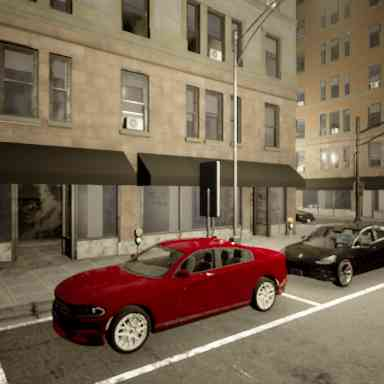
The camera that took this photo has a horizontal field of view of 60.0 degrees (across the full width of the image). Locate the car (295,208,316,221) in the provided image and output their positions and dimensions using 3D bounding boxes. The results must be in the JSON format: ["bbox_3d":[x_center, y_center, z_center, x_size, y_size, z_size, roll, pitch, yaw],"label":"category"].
[{"bbox_3d":[6.884,1.658,25.919,2.033,1.411,5.357,0,0,-33],"label":"car"}]

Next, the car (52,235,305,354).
[{"bbox_3d":[-0.154,1.552,6.113,4.507,1.381,1.887,0,0,-36],"label":"car"}]

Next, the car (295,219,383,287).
[{"bbox_3d":[4.283,1.584,9.381,4.313,1.339,1.947,0,0,-36],"label":"car"}]
